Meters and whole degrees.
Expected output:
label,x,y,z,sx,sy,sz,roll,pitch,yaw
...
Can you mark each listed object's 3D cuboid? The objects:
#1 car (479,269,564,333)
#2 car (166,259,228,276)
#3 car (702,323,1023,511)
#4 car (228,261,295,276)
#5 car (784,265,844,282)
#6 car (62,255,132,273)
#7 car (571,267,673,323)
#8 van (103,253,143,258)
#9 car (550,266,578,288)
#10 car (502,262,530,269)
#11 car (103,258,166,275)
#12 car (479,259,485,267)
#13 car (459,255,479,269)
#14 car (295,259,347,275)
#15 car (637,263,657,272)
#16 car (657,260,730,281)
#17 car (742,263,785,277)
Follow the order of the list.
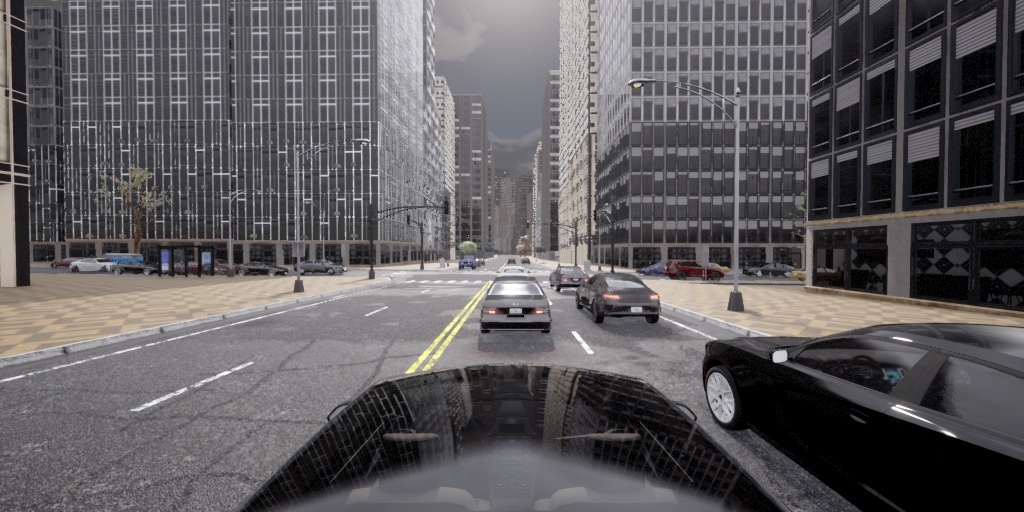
label,x,y,z,sx,sy,sz,roll,pitch,yaw
car,0.096,1.293,10.652,2.033,1.411,5.357,0,0,0
car,-28.435,1.136,32.791,4.207,1.307,1.802,0,0,1
car,3.344,1.227,2.575,1.882,1.535,5.008,0,0,0
car,-22.751,1.172,32.661,4.313,1.339,1.948,0,0,1
car,27.623,1.577,31.970,4.829,1.417,1.751,0,0,1
car,-41.176,0.920,35.747,4.674,1.442,1.812,1,1,1
car,3.345,1.271,11.922,1.812,1.442,4.674,0,0,0
van,-45.313,0.603,41.613,3.998,1.789,1.690,0,0,1
car,3.340,1.286,21.333,2.033,1.411,5.357,0,0,0
car,0.089,1.265,20.243,1.812,1.442,4.674,0,0,0
car,-34.116,1.067,32.960,4.313,1.339,1.948,0,0,1
car,-6.604,1.190,63.801,2.128,1.511,4.902,0,0,0
car,-6.631,0.932,53.883,2.150,2.045,5.566,0,0,0
car,-18.821,1.089,35.290,4.902,1.511,2.128,1,1,1
car,16.016,1.404,37.940,5.357,1.411,2.033,1,1,1
car,16.174,1.267,32.159,5.009,1.841,2.192,0,0,1
car,26.953,1.458,37.759,4.892,1.490,1.837,1,1,1
